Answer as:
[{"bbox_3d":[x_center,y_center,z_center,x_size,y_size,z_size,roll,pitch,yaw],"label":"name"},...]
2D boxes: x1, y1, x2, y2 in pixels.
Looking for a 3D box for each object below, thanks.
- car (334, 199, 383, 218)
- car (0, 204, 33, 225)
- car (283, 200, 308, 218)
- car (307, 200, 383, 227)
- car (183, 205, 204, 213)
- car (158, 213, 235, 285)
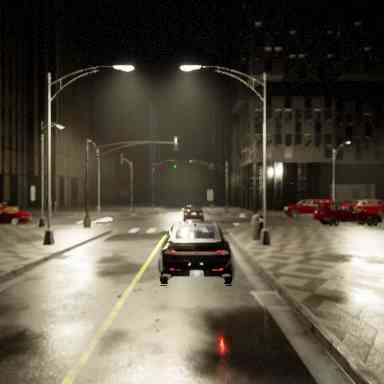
[{"bbox_3d":[17.765,1.735,34.698,5.009,1.841,2.192,0,0,0],"label":"car"},{"bbox_3d":[-14.908,1.852,26.090,4.507,1.381,1.887,0,0,0],"label":"car"},{"bbox_3d":[12.122,1.706,34.684,5.009,1.841,2.192,0,0,0],"label":"car"},{"bbox_3d":[12.134,1.751,26.159,5.009,1.841,2.192,0,0,0],"label":"car"},{"bbox_3d":[0.128,1.912,30.380,2.033,1.411,5.357,0,0,0],"label":"car"},{"bbox_3d":[0.103,1.602,9.778,2.128,1.511,4.902,0,-1,0],"label":"car"}]
